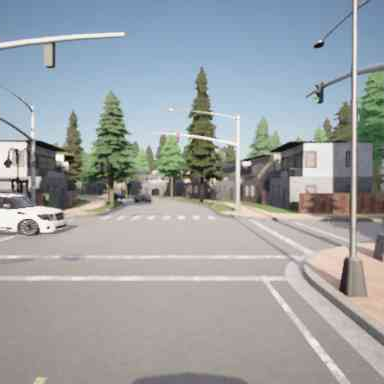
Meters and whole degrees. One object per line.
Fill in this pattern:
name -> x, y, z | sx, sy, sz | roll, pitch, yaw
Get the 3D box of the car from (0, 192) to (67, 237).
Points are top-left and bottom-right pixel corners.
car -> -8.881, 1.058, 15.728 | 5.566, 2.045, 2.150 | 2, 1, 2

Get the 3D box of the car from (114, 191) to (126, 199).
car -> -13.460, 0.523, 60.360 | 1.812, 1.442, 4.674 | -1, 1, -30

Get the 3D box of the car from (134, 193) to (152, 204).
car -> -6.542, 0.824, 43.916 | 1.994, 1.385, 4.181 | 0, 1, -15
